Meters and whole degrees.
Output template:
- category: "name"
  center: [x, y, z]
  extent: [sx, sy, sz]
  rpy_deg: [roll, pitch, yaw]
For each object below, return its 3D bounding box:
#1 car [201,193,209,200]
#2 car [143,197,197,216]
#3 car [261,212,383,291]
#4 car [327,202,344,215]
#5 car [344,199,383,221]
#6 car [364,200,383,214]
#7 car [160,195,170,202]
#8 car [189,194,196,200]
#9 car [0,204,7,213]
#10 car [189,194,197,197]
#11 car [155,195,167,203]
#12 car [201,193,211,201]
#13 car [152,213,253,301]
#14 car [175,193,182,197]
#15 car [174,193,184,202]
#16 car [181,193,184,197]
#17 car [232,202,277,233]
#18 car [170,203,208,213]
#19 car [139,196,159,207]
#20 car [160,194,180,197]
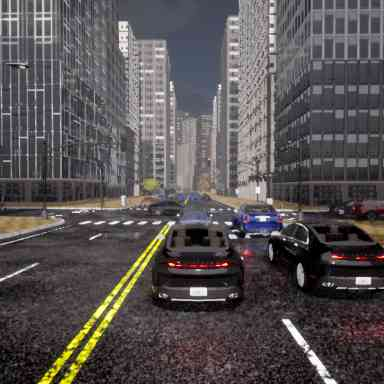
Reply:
- category: "car"
  center: [3.496, 1.093, 89.732]
  extent: [2.097, 1.767, 4.553]
  rpy_deg: [0, 0, 0]
- category: "car"
  center: [-1.876, 1.526, 31.448]
  extent: [4.674, 1.442, 1.812]
  rpy_deg: [0, 1, 1]
- category: "car"
  center: [3.375, 1.500, 8.961]
  extent: [1.837, 1.490, 4.892]
  rpy_deg: [0, 0, 0]
- category: "car"
  center: [16.521, 1.616, 34.301]
  extent: [4.892, 1.490, 1.837]
  rpy_deg: [1, 1, 1]
- category: "car"
  center: [16.279, 1.518, 28.521]
  extent: [5.009, 1.841, 2.192]
  rpy_deg: [1, 0, 1]
- category: "car"
  center: [21.910, 1.641, 36.792]
  extent: [4.829, 1.417, 1.752]
  rpy_deg: [1, 0, 1]
- category: "car"
  center: [-6.288, 1.450, 77.938]
  extent: [1.812, 1.442, 4.674]
  rpy_deg: [0, 0, 0]
- category: "car"
  center: [0.245, 1.216, 89.772]
  extent: [1.882, 1.535, 5.008]
  rpy_deg: [0, 0, 0]
- category: "car"
  center: [-20.250, 1.360, 31.816]
  extent: [4.674, 1.442, 1.812]
  rpy_deg: [1, 1, 1]
- category: "car"
  center: [0.217, 1.392, 79.355]
  extent: [1.882, 1.535, 5.008]
  rpy_deg: [0, 0, 0]
- category: "car"
  center: [-6.334, 1.417, 67.668]
  extent: [1.882, 1.535, 5.008]
  rpy_deg: [0, 0, 0]
- category: "car"
  center: [3.468, 1.392, 79.343]
  extent: [1.882, 1.535, 5.008]
  rpy_deg: [0, 0, 0]
- category: "car"
  center: [0.120, 1.501, 8.255]
  extent: [1.837, 1.490, 4.892]
  rpy_deg: [0, 0, 0]
- category: "car"
  center: [-3.176, 1.458, 57.625]
  extent: [1.837, 1.490, 4.892]
  rpy_deg: [0, 0, 0]
- category: "car"
  center: [-3.038, 1.151, 77.898]
  extent: [2.150, 2.045, 5.566]
  rpy_deg: [0, 0, 0]
- category: "car"
  center: [-3.090, 1.466, 67.446]
  extent: [1.812, 1.442, 4.674]
  rpy_deg: [0, 0, 1]
- category: "car"
  center: [3.397, 1.341, 18.044]
  extent: [2.097, 1.767, 4.553]
  rpy_deg: [0, 0, 0]
- category: "car"
  center: [0.149, 1.537, 17.810]
  extent: [2.033, 1.411, 5.357]
  rpy_deg: [0, 0, 0]
- category: "car"
  center: [-6.454, 1.489, 49.059]
  extent: [1.812, 1.442, 4.674]
  rpy_deg: [0, 0, 2]
- category: "car"
  center: [-3.209, 1.468, 48.286]
  extent: [1.837, 1.490, 4.892]
  rpy_deg: [0, 0, 0]
